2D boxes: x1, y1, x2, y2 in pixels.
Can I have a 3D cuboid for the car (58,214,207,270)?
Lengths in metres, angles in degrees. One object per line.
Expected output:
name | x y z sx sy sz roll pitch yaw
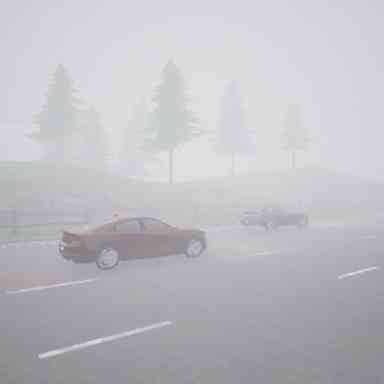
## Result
car | -1.758 1.481 11.092 5.008 1.535 1.882 0 0 -36

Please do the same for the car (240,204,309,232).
car | 5.103 1.505 20.288 4.902 1.511 2.128 0 0 -35
